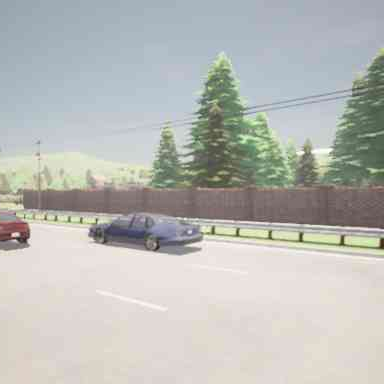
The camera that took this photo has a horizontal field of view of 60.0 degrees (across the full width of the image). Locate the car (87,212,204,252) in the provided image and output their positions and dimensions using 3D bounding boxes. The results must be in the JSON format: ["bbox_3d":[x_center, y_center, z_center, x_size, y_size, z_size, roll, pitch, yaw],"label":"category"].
[{"bbox_3d":[-2.107,1.564,14.053,5.357,1.411,2.033,0,0,36],"label":"car"}]

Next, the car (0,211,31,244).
[{"bbox_3d":[-8.924,1.551,14.641,4.674,1.442,1.812,0,0,36],"label":"car"}]

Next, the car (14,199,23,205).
[{"bbox_3d":[-28.316,1.654,57.199,4.181,1.385,1.994,0,0,-27],"label":"car"}]
